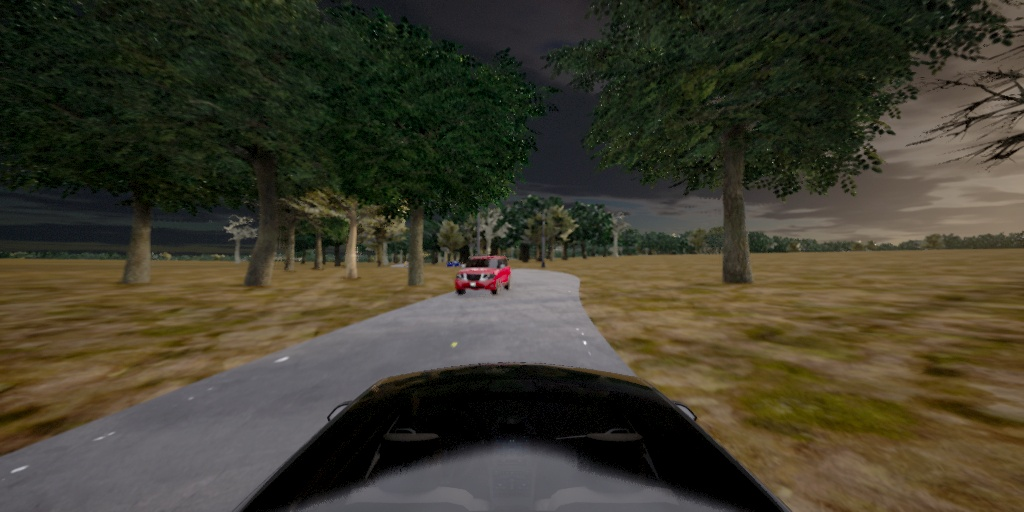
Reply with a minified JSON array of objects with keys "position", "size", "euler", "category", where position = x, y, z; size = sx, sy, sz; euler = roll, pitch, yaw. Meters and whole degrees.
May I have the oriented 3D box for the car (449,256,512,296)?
[{"position":[-1.425,1.012,20.044],"size":[2.150,2.045,5.566],"euler":[0,0,10],"category":"car"}]
